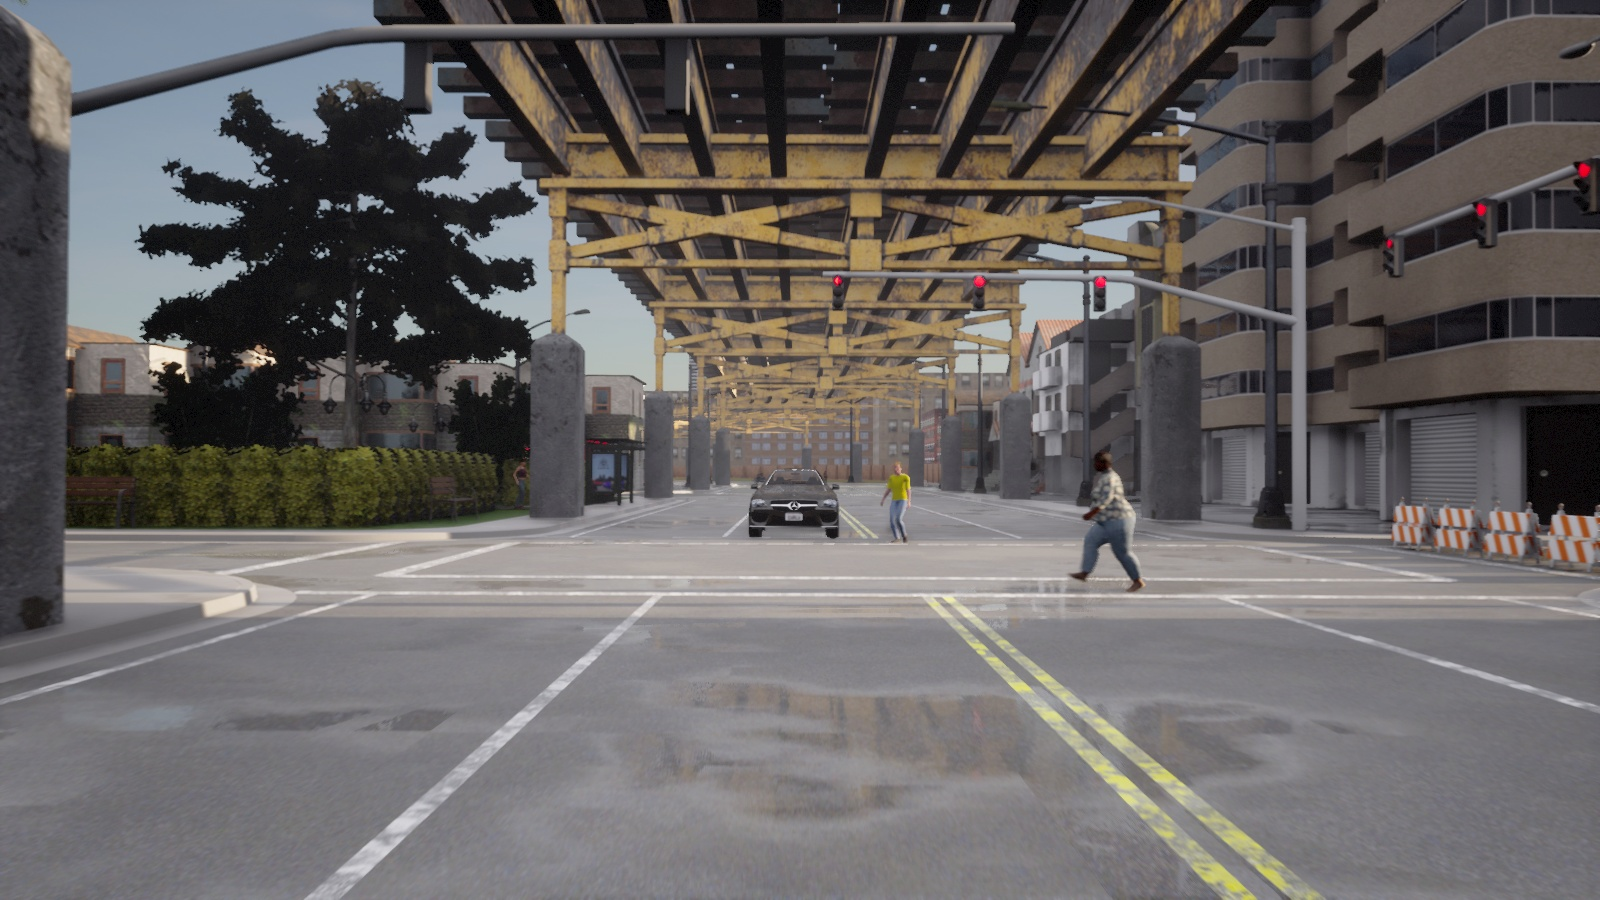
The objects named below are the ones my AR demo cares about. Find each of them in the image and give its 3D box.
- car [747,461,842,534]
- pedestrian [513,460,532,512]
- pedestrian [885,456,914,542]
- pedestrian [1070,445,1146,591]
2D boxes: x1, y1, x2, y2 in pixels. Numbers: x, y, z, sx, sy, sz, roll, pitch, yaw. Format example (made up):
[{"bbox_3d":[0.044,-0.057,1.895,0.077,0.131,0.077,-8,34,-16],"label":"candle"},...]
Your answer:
[{"bbox_3d":[-0.113,1.114,31.054,2.152,1.651,5.027,0,-1,1],"label":"car"},{"bbox_3d":[-9.849,1.264,44.577,0.594,1.836,0.345,-1,-1,30],"label":"pedestrian"},{"bbox_3d":[2.168,1.063,27.361,0.354,1.836,0.706,-1,-1,29],"label":"pedestrian"},{"bbox_3d":[4.035,0.874,16.512,0.900,1.855,0.874,0,-1,10],"label":"pedestrian"}]
